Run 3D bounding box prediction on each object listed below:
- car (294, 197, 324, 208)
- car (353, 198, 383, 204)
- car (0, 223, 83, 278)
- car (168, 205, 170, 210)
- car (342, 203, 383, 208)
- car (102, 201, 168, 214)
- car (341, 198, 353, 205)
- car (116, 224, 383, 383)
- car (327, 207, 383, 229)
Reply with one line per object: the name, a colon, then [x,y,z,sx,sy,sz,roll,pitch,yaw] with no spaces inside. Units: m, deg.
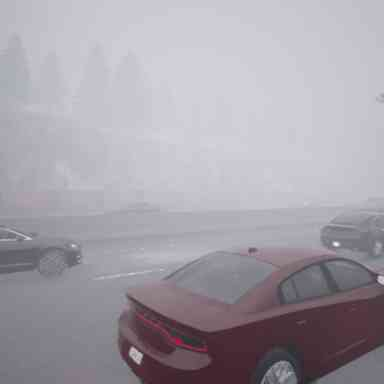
car: [16.051,1.469,45.717,4.553,1.767,2.097,0,0,-37]
car: [22.934,1.498,42.165,4.553,1.767,2.097,0,0,-37]
car: [-5.353,1.474,8.513,4.902,1.511,2.128,0,0,-36]
car: [-4.725,1.611,34.927,4.718,1.301,1.895,0,0,-35]
car: [10.729,1.616,19.885,5.357,1.411,2.033,0,0,-35]
car: [-4.682,1.509,26.389,4.892,1.490,1.837,1,0,-35]
car: [28.971,1.789,60.635,4.718,1.301,1.895,0,0,-42]
car: [1.454,1.488,4.772,5.008,1.535,1.882,0,0,-35]
car: [6.996,1.550,12.966,4.892,1.490,1.837,0,0,-35]
